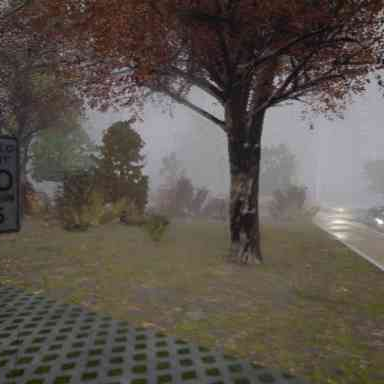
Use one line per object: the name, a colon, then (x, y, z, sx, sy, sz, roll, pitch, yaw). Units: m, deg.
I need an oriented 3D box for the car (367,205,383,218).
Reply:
car: (23.455, 2.437, 41.848, 2.128, 1.511, 4.902, 0, -1, 14)
